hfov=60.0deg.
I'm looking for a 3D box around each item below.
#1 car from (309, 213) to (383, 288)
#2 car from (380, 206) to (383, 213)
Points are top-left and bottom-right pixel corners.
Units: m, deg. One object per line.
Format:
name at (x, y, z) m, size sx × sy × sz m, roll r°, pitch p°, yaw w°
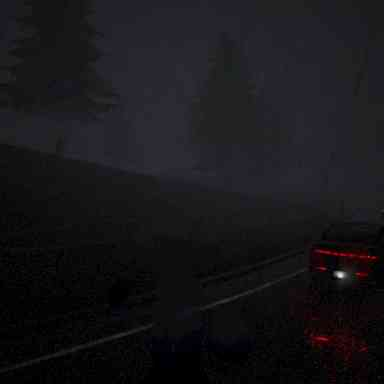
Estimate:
car at (4.736, 1.525, 8.998) m, size 1.837 × 1.490 × 4.892 m, roll 1°, pitch 0°, yaw 40°
car at (17.618, 1.597, 29.118) m, size 2.033 × 1.411 × 5.357 m, roll 0°, pitch 0°, yaw 31°
